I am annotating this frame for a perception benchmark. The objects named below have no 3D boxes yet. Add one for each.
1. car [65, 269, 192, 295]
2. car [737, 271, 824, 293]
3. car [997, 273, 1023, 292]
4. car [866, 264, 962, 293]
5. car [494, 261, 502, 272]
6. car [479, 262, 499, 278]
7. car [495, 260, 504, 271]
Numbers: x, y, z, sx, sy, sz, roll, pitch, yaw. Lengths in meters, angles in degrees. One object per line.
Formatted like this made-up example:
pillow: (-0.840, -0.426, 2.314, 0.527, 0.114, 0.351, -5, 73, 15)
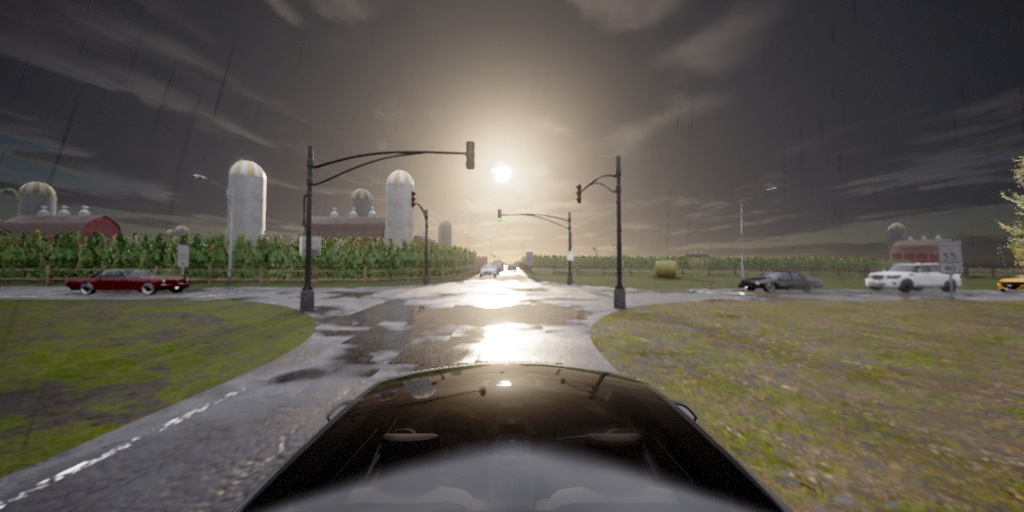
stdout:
car: (-19.907, 1.352, 18.835, 4.718, 1.301, 1.895, 1, -2, -4)
car: (18.713, 1.783, 24.997, 5.357, 1.411, 2.033, 1, -2, -8)
car: (38.881, 1.921, 26.428, 5.008, 1.535, 1.882, 1, -2, -4)
car: (28.699, 1.558, 25.693, 5.566, 2.045, 2.150, 1, -2, -4)
car: (-2.796, 1.876, 51.257, 1.812, 1.442, 4.674, 0, -1, 0)
car: (-2.755, 1.761, 42.100, 1.812, 1.442, 4.674, 0, -1, -1)
car: (-2.799, 1.957, 61.278, 1.882, 1.535, 5.008, 0, -1, 0)
